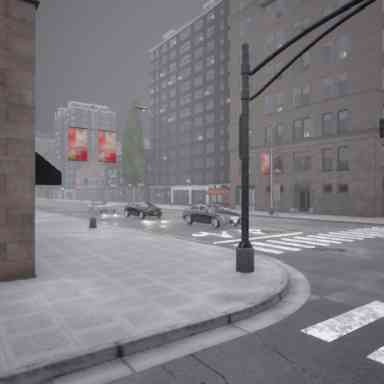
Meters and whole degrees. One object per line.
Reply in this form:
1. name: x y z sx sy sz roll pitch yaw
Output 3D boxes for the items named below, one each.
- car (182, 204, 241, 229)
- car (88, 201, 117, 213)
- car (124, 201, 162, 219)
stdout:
1. car: 1.246 1.553 22.524 2.128 1.511 4.902 0 0 -36
2. car: -10.480 1.740 38.868 1.895 1.301 4.718 0 0 -36
3. car: -4.578 1.578 30.634 1.882 1.535 5.008 0 0 -35
